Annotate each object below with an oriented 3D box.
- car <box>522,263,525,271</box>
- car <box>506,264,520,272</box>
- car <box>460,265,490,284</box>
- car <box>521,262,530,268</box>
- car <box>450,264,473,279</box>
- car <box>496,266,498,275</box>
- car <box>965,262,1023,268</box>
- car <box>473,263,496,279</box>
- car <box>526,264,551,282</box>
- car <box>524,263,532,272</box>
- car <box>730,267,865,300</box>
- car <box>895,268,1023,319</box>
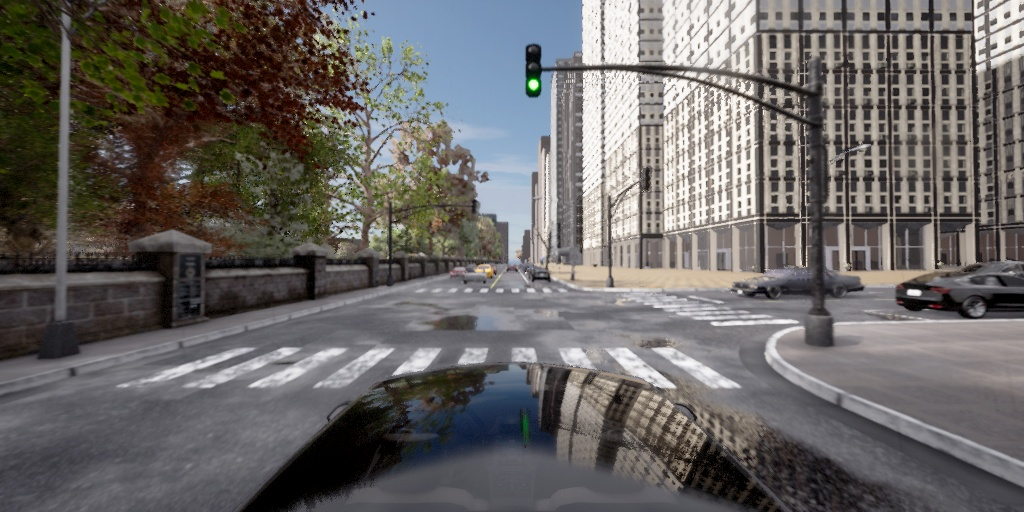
[{"bbox_3d":[2.641,1.896,45.065,1.948,1.339,4.313,0,0,0],"label":"car"},{"bbox_3d":[0.033,2.107,63.078,1.812,1.442,4.674,0,-1,0],"label":"car"},{"bbox_3d":[-3.131,1.744,31.330,1.895,1.301,4.718,0,-1,-3],"label":"car"},{"bbox_3d":[3.078,2.072,62.121,1.837,1.490,4.892,0,-1,0],"label":"car"},{"bbox_3d":[-5.733,1.834,39.424,1.802,1.307,4.207,0,0,0],"label":"car"},{"bbox_3d":[-3.144,1.765,51.109,2.097,1.767,4.553,0,-1,0],"label":"car"},{"bbox_3d":[23.160,1.043,17.096,4.892,1.490,1.837,-1,-1,0],"label":"car"},{"bbox_3d":[-3.144,1.747,40.660,1.882,1.535,5.008,0,-1,0],"label":"car"},{"bbox_3d":[2.654,1.742,33.801,1.948,1.339,4.313,0,0,0],"label":"car"},{"bbox_3d":[2.648,1.819,39.433,1.948,1.339,4.313,0,0,0],"label":"car"},{"bbox_3d":[13.431,1.250,17.019,5.357,1.411,2.033,-1,-1,-1],"label":"car"},{"bbox_3d":[14.676,1.149,11.238,4.313,1.339,1.948,0,0,0],"label":"car"}]
